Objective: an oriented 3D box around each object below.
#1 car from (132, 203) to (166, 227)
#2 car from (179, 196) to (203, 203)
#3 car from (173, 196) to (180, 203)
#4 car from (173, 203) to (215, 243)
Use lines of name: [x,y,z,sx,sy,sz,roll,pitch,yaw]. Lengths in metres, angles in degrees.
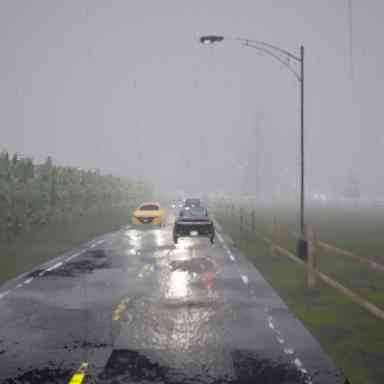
car: [-2.854,1.485,22.981,1.882,1.535,5.008,0,0,0]
car: [0.094,1.366,33.993,2.097,1.767,4.553,0,0,0]
car: [-2.764,1.452,64.827,1.895,1.301,4.718,0,0,0]
car: [0.090,1.496,16.168,2.128,1.511,4.902,0,0,0]
